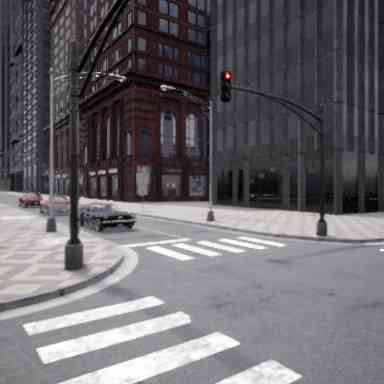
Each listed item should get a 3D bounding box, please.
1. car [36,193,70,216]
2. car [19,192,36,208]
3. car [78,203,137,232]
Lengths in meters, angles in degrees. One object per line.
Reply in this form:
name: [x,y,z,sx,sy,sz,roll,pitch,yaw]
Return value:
car: [-10.665,1.017,26.213,1.812,1.442,4.674,0,1,-36]
car: [-16.603,0.788,34.463,1.882,1.535,5.008,0,1,-36]
car: [-4.794,1.279,18.078,1.895,1.301,4.718,0,1,-36]
